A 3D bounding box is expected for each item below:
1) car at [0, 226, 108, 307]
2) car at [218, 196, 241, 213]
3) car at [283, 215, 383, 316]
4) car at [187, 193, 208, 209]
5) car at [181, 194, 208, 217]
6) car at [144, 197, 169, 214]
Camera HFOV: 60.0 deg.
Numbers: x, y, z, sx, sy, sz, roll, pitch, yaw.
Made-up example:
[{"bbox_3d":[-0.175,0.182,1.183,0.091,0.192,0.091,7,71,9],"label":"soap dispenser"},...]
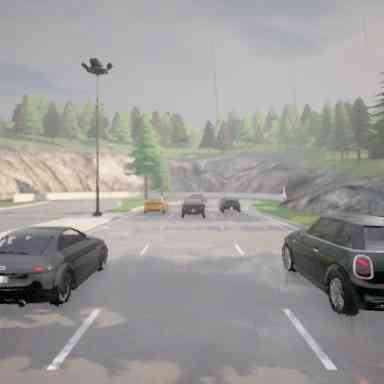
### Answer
[{"bbox_3d":[-3.398,1.493,7.872,1.994,1.385,4.181,0,1,0],"label":"car"},{"bbox_3d":[3.703,1.212,33.017,1.837,1.490,4.892,0,1,2],"label":"car"},{"bbox_3d":[3.602,1.284,7.533,2.097,1.767,4.553,0,1,0],"label":"car"},{"bbox_3d":[0.761,0.993,40.395,2.097,1.767,4.553,0,0,7],"label":"car"},{"bbox_3d":[0.116,1.231,27.771,1.882,1.535,5.008,0,1,0],"label":"car"},{"bbox_3d":[-3.333,1.196,31.734,1.882,1.535,5.008,0,1,1],"label":"car"}]
